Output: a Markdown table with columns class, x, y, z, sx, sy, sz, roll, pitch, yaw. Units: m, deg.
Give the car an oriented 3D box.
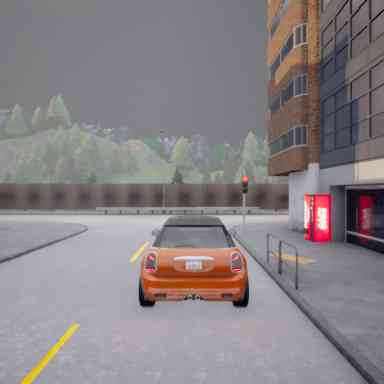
| class | x | y | z | sx | sy | sz | roll | pitch | yaw |
| --- | --- | --- | --- | --- | --- | --- | --- | --- | --- |
| car | 0.045 | 1.352 | 8.155 | 2.097 | 1.767 | 4.553 | 0 | 0 | 0 |
